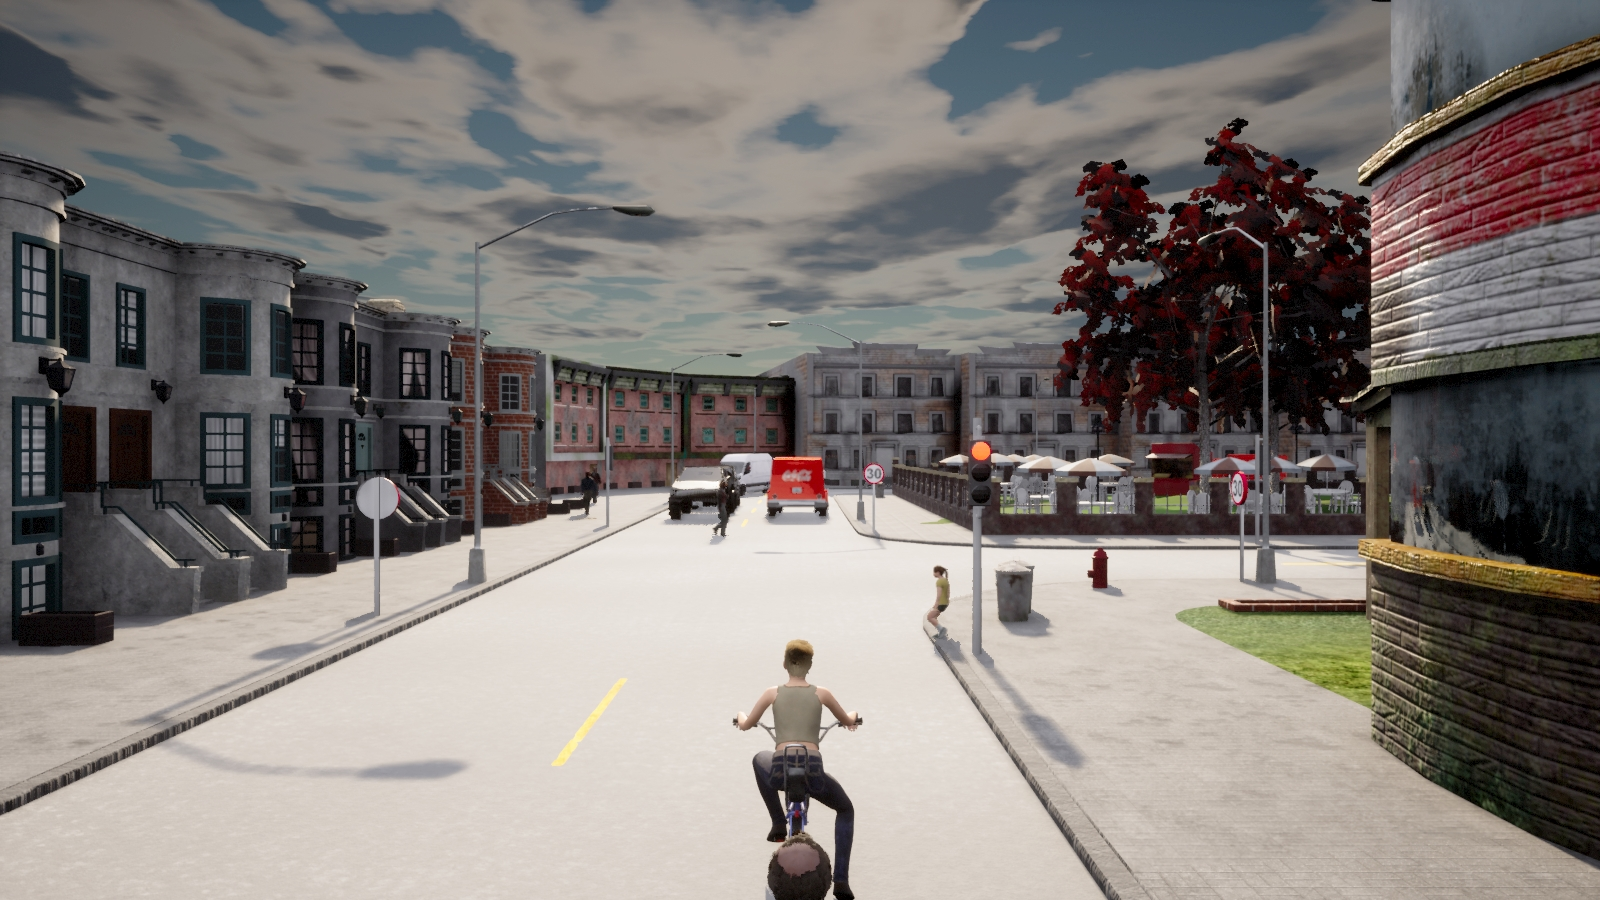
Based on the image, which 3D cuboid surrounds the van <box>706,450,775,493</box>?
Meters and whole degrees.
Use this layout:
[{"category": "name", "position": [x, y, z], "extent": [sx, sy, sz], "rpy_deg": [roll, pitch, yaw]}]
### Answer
[{"category": "van", "position": [-3.622, 1.288, 70.639], "extent": [1.988, 2.561, 5.915], "rpy_deg": [0, 0, 21]}]

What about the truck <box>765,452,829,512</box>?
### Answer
[{"category": "truck", "position": [-0.090, 1.328, 49.553], "extent": [2.627, 2.467, 5.204], "rpy_deg": [0, 0, 1]}]

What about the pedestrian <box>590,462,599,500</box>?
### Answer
[{"category": "pedestrian", "position": [-10.118, 1.503, 56.156], "extent": [0.375, 1.860, 0.375], "rpy_deg": [0, 0, 0]}]

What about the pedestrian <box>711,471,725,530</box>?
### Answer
[{"category": "pedestrian", "position": [-2.603, 1.614, 36.382], "extent": [0.375, 1.860, 0.375], "rpy_deg": [0, 0, 5]}]

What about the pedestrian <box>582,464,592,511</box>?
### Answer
[{"category": "pedestrian", "position": [-8.576, 1.506, 46.025], "extent": [0.375, 1.860, 0.375], "rpy_deg": [0, 0, -14]}]

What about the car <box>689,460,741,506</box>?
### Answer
[{"category": "car", "position": [-4.051, 1.538, 55.431], "extent": [2.150, 2.045, 5.566], "rpy_deg": [0, 0, 0]}]

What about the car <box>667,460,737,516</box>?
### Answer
[{"category": "car", "position": [-3.997, 1.515, 47.708], "extent": [2.390, 2.098, 6.274], "rpy_deg": [0, 0, 0]}]

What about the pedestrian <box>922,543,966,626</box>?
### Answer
[{"category": "pedestrian", "position": [2.048, 1.897, 16.223], "extent": [0.500, 1.100, 0.500], "rpy_deg": [0, 0, 25]}]
